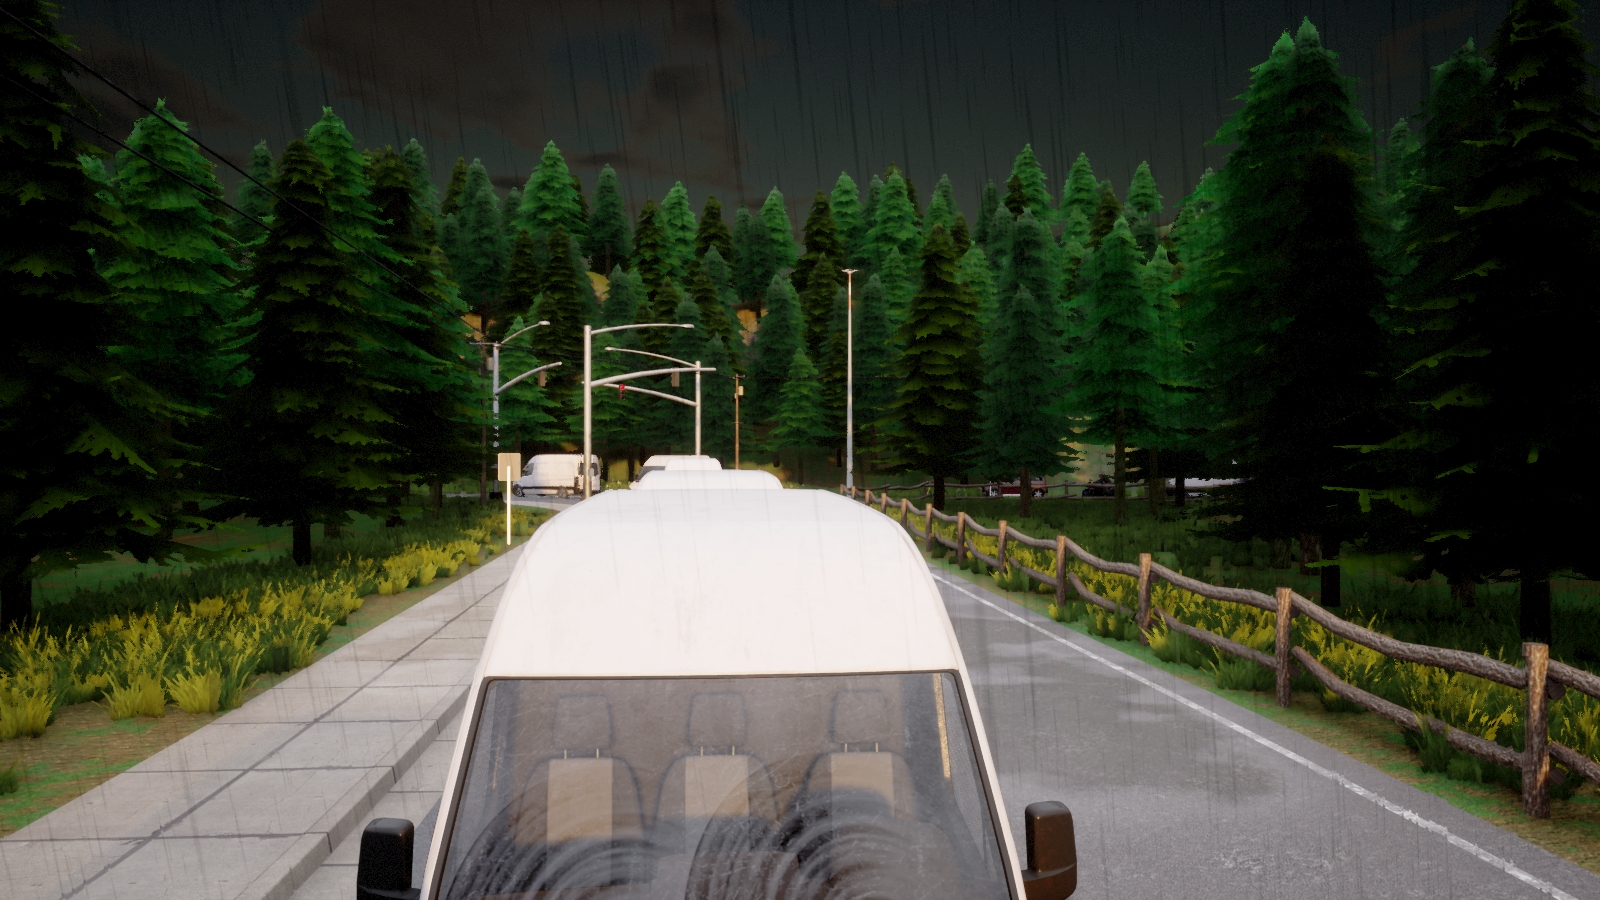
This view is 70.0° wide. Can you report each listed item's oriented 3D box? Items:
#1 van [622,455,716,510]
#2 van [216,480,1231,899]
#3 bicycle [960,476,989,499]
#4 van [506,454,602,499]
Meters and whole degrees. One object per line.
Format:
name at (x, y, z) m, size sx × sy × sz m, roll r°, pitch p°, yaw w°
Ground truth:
van at (-6.314, 1.515, 55.994) m, size 1.988 × 2.561 × 5.915 m, roll 0°, pitch 0°, yaw 22°
van at (-0.354, 1.499, 5.189) m, size 1.988 × 2.561 × 5.915 m, roll 0°, pitch 0°, yaw -5°
bicycle at (9.947, 2.158, 65.229) m, size 1.487 × 1.276 × 0.859 m, roll 0°, pitch 0°, yaw -6°
van at (-14.406, 1.507, 66.817) m, size 5.915 × 2.561 × 1.988 m, roll 0°, pitch 0°, yaw 35°
